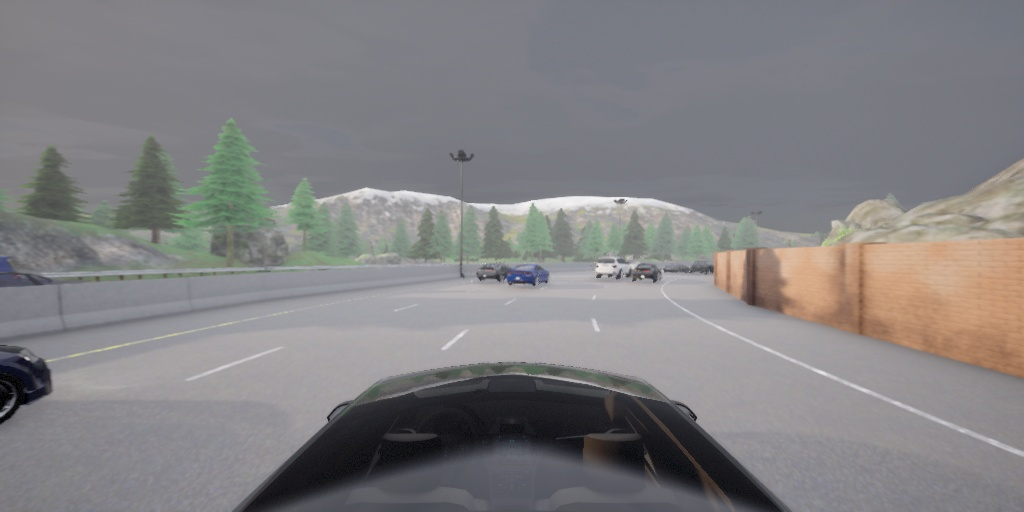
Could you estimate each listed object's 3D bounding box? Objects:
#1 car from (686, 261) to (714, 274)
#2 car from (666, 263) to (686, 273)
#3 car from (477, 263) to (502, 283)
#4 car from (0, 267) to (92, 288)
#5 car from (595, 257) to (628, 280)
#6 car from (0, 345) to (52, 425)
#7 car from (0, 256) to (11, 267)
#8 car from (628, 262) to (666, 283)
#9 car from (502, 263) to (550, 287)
[{"bbox_3d":[24.809,1.375,45.967,4.553,1.767,2.097,1,0,-39],"label":"car"},{"bbox_3d":[22.117,1.574,48.270,4.181,1.385,1.994,0,0,-41],"label":"car"},{"bbox_3d":[-1.041,1.293,28.809,2.128,1.511,4.902,0,0,23],"label":"car"},{"bbox_3d":[-16.909,1.200,11.215,2.033,1.411,5.357,0,0,7],"label":"car"},{"bbox_3d":[9.761,1.113,34.296,2.150,2.045,5.566,0,0,33],"label":"car"},{"bbox_3d":[-6.806,1.268,2.706,1.994,1.385,4.181,0,0,1],"label":"car"},{"bbox_3d":[-20.383,0.952,11.630,2.150,2.045,5.566,0,0,7],"label":"car"},{"bbox_3d":[11.439,1.397,30.231,1.837,1.490,4.892,0,-1,30],"label":"car"},{"bbox_3d":[1.269,1.288,25.240,1.882,1.535,5.008,0,0,21],"label":"car"}]
